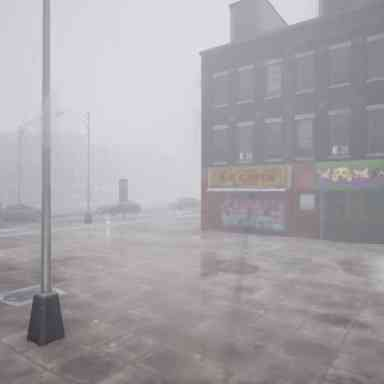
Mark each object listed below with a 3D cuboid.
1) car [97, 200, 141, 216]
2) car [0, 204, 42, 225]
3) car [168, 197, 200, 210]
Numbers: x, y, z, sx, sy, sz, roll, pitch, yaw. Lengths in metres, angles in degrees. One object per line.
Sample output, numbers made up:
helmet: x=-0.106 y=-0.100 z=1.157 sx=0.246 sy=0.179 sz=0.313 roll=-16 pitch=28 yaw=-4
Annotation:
car: x=-6.881 y=1.439 z=31.801 sx=1.812 sy=1.442 sz=4.674 roll=0 pitch=0 yaw=35
car: x=-12.753 y=1.515 z=23.489 sx=1.994 sy=1.385 sz=4.181 roll=0 pitch=0 yaw=36
car: x=-0.883 y=1.382 z=40.276 sx=1.837 sy=1.490 sz=4.892 roll=0 pitch=0 yaw=35
